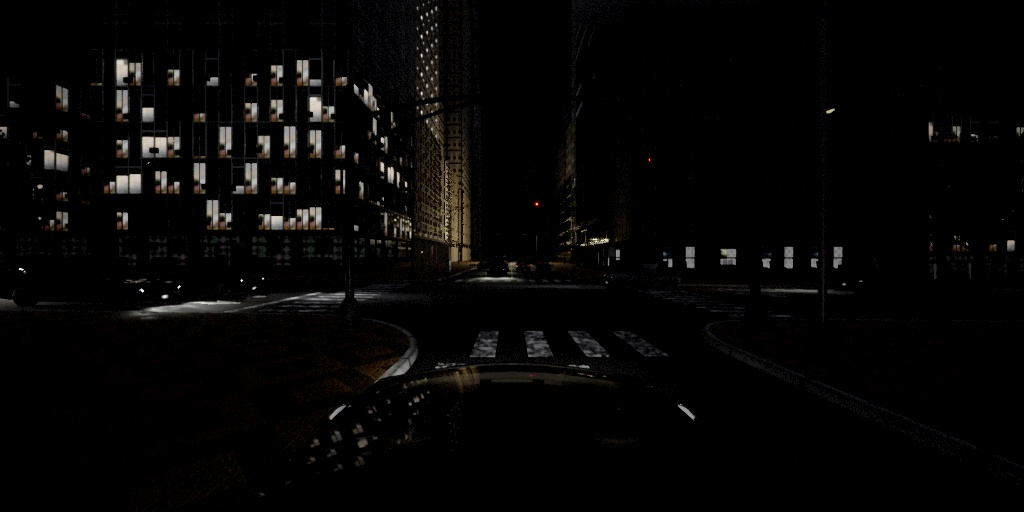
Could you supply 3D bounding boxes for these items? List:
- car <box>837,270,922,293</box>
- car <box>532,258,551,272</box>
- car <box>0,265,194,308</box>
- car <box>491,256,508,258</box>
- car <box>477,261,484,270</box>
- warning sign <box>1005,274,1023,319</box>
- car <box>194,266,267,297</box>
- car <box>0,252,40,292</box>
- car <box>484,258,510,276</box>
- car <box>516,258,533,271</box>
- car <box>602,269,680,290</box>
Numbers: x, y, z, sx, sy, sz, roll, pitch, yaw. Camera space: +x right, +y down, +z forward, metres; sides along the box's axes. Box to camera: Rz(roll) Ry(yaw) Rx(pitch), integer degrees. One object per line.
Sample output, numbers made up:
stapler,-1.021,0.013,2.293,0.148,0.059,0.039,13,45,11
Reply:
car,25.375,1.721,24.838,4.902,1.511,2.128,1,0,-3
car,3.956,1.329,45.567,1.948,1.339,4.313,0,0,0
car,-15.290,1.042,13.050,5.357,1.411,2.033,1,0,0
car,-1.498,0.977,47.630,2.150,2.045,5.566,0,1,2
car,-3.993,1.343,51.065,1.802,1.307,4.207,0,0,0
warning sign,17.281,1.204,11.756,1.060,1.860,1.300,0,0,-3
car,-14.011,1.118,16.330,4.718,1.301,1.895,1,0,-3
car,-24.623,0.678,15.849,4.553,1.767,2.097,1,0,-3
car,-1.475,1.245,37.041,1.882,1.535,5.008,0,0,1
car,1.431,1.309,48.458,2.033,1.411,5.357,0,0,0
car,8.558,1.514,24.070,4.718,1.301,1.895,2,0,-3
